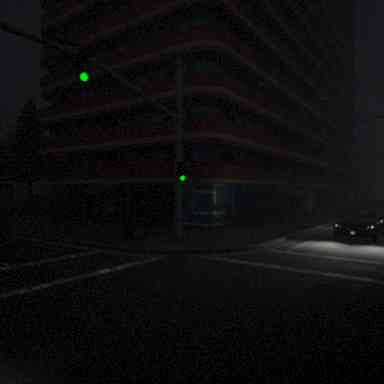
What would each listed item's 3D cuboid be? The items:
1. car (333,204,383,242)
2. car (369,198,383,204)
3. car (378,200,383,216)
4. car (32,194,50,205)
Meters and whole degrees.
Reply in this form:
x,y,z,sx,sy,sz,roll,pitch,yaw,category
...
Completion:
x,y,z,sx,sy,sz,roll,pitch,yaw,category
8.378,1.510,16.484,1.812,1.442,4.674,0,0,35,car
13.567,1.337,23.838,2.097,1.767,4.553,0,0,35,car
19.305,1.549,31.964,1.994,1.385,4.181,0,0,35,car
-20.022,1.025,45.546,2.097,1.767,4.553,0,0,36,car
